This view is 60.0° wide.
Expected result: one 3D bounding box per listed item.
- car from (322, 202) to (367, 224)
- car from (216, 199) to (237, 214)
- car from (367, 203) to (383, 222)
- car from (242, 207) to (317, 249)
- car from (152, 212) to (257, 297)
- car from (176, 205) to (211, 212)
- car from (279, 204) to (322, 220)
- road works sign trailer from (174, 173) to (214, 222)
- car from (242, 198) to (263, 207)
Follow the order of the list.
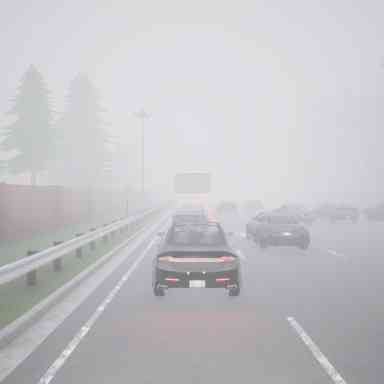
[{"bbox_3d":[10.594,1.492,24.944,2.128,1.511,4.902,0,0,0],"label":"car"},{"bbox_3d":[3.592,1.477,34.973,1.882,1.535,5.008,0,0,0],"label":"car"},{"bbox_3d":[14.095,1.478,23.561,1.882,1.535,5.008,0,0,0],"label":"car"},{"bbox_3d":[3.597,1.564,14.612,1.994,1.385,4.181,0,0,0],"label":"car"},{"bbox_3d":[0.098,1.491,8.595,2.128,1.511,4.902,0,0,0],"label":"car"},{"bbox_3d":[0.032,1.474,19.038,1.882,1.535,5.008,0,0,5],"label":"car"},{"bbox_3d":[7.095,1.547,23.852,2.033,1.411,5.357,0,0,0],"label":"car"},{"bbox_3d":[0.061,0.464,22.958,2.380,3.560,2.880,0,0,-1],"label":"road works sign trailer"},{"bbox_3d":[7.091,1.491,39.181,2.128,1.511,4.902,0,0,0],"label":"car"}]
